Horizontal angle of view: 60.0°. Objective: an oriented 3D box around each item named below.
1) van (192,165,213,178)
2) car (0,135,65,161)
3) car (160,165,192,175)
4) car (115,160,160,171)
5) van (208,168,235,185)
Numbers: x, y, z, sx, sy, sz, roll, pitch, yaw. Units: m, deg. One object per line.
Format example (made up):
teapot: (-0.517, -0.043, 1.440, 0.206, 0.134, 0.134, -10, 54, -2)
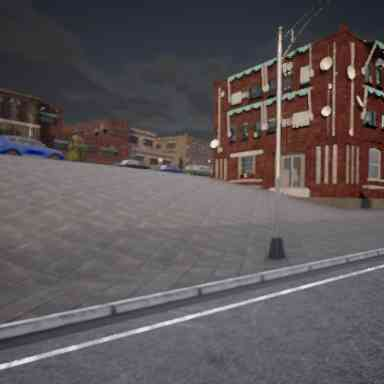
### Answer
van: (1.004, -2.473, 44.384, 1.878, 1.987, 4.442, 0, -2, 39)
car: (-13.474, -3.330, 27.498, 2.435, 2.045, 5.566, 0, -1, 44)
car: (-2.583, -2.453, 39.982, 2.002, 1.452, 4.674, 0, -2, 40)
car: (-6.144, -2.670, 35.741, 2.002, 1.452, 4.674, 0, -2, 41)
van: (4.388, -2.213, 48.761, 1.878, 1.987, 4.442, 0, -2, 38)
